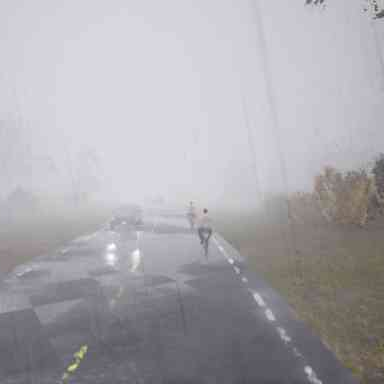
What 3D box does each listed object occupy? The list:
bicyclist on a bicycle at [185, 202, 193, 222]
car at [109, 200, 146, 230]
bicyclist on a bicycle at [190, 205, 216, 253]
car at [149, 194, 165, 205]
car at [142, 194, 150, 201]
[{"bbox_3d":[-0.024,1.402,20.681,0.866,1.612,1.509,0,0,-5],"label":"bicyclist on a bicycle"},{"bbox_3d":[-4.040,1.496,21.240,1.812,1.442,4.674,0,0,-5],"label":"car"},{"bbox_3d":[0.495,1.416,12.534,0.866,1.612,1.509,0,0,-3],"label":"bicyclist on a bicycle"},{"bbox_3d":[-5.544,1.421,55.216,1.837,1.490,4.892,0,1,-11],"label":"car"},{"bbox_3d":[-9.780,1.238,73.216,2.097,1.767,4.553,0,0,-15],"label":"car"}]
